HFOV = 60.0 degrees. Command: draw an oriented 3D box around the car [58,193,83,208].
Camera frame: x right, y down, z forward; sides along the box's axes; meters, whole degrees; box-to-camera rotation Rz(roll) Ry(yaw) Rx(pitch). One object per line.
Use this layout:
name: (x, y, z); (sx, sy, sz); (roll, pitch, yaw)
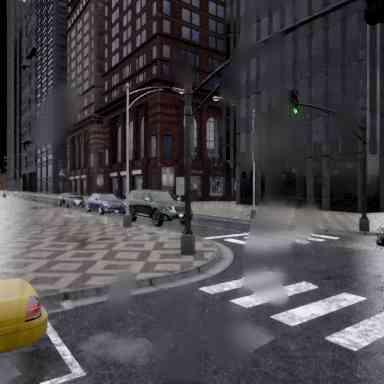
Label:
car: (-13.146, 0.827, 36.087); (2.128, 1.511, 4.902); (0, 1, -36)

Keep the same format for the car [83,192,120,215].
car: (-7.129, 0.872, 27.684); (2.097, 1.767, 4.553); (0, 1, -35)

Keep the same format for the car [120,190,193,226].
car: (-2.211, 0.898, 20.820); (2.150, 2.045, 5.566); (0, 1, -36)

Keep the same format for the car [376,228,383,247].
car: (8.627, 1.512, 11.193); (1.994, 1.385, 4.181); (0, 1, -36)

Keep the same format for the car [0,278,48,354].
car: (-4.246, 1.525, 3.627); (4.829, 1.417, 1.752); (0, 0, -35)
